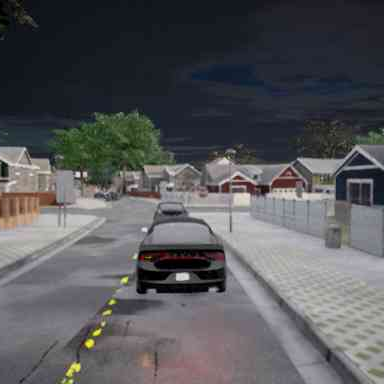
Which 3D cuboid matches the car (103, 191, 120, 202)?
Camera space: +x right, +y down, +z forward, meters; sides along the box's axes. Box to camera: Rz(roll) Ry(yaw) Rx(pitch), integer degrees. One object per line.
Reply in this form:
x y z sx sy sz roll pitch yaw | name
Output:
-13.558 0.952 56.655 1.994 1.385 4.181 -1 1 -20 | car

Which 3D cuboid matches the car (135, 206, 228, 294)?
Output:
-0.319 1.371 8.597 1.882 1.535 5.008 0 1 -3 | car

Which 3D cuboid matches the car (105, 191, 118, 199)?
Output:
-17.933 0.656 73.894 1.882 1.535 5.008 -1 1 -24 | car

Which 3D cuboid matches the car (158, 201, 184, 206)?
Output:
-1.207 1.285 18.456 1.837 1.490 4.892 0 1 -7 | car

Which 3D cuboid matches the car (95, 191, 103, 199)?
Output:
-19.478 0.786 70.695 2.033 1.411 5.357 -1 1 -25 | car

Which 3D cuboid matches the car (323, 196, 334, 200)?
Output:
18.129 1.184 41.260 5.008 1.535 1.882 0 2 -20 | car

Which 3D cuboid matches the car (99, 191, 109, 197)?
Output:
-22.142 0.450 83.384 1.812 1.442 4.674 -1 1 -23 | car
